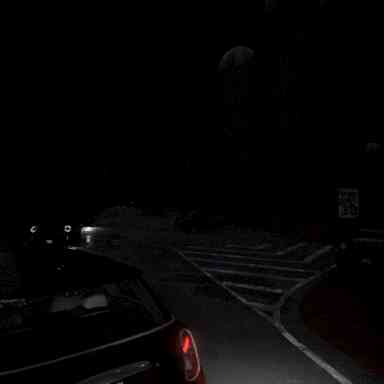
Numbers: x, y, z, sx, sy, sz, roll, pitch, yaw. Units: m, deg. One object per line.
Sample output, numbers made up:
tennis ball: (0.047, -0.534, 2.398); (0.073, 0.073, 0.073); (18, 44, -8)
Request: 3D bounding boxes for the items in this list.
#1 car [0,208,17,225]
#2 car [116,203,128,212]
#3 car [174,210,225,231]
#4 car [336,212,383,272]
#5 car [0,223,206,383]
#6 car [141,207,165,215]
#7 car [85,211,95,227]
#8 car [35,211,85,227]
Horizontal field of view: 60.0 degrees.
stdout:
car: (-5.305, 1.398, 6.981); (2.150, 2.045, 5.566); (0, -1, -11)
car: (-17.211, 3.695, 80.509); (2.150, 2.045, 5.566); (0, -2, -12)
car: (0.571, 2.279, 27.051); (3.988, 1.617, 1.851); (0, -2, -13)
car: (6.442, 1.647, 11.099); (3.866, 1.878, 1.905); (2, -2, -44)
car: (-1.945, 1.433, 3.794); (2.097, 1.767, 4.553); (1, -2, -40)
car: (-6.899, 3.358, 59.189); (4.181, 1.381, 1.994); (0, -2, -13)
car: (-10.273, 2.507, 31.656); (2.033, 1.411, 5.357); (0, -2, -12)
car: (-7.410, 1.893, 18.367); (2.097, 1.767, 4.553); (0, -2, -12)
